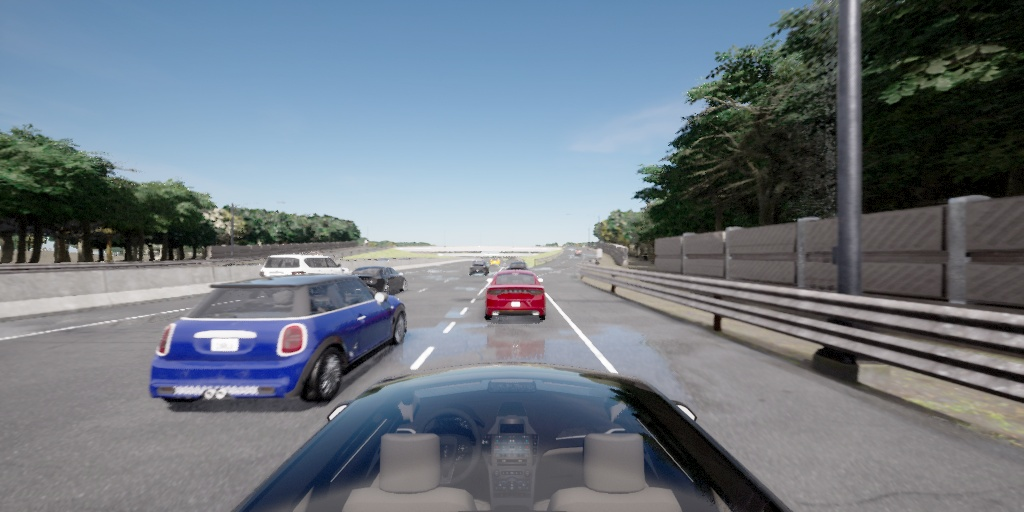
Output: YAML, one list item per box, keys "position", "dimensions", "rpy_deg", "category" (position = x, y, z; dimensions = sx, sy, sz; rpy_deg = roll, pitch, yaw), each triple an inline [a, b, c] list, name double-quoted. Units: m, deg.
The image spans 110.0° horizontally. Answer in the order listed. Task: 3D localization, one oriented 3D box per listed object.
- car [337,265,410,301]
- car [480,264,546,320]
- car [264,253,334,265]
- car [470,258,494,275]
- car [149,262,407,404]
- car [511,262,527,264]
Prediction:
- position: [-6.872, 1.257, 18.429]
  dimensions: [1.837, 1.490, 4.892]
  rpy_deg: [0, 0, 0]
  category: "car"
- position: [0.113, 1.230, 12.728]
  dimensions: [1.882, 1.535, 5.008]
  rpy_deg: [0, 0, 0]
  category: "car"
- position: [-10.373, 0.973, 18.482]
  dimensions: [2.150, 2.045, 5.566]
  rpy_deg: [0, 0, 0]
  category: "car"
- position: [-3.410, 1.249, 38.398]
  dimensions: [2.128, 1.511, 4.902]
  rpy_deg: [0, 0, 0]
  category: "car"
- position: [-3.498, 1.102, 6.495]
  dimensions: [2.097, 1.767, 4.553]
  rpy_deg: [0, 0, 0]
  category: "car"
- position: [0.635, 1.261, 30.944]
  dimensions: [1.837, 1.490, 4.892]
  rpy_deg: [0, 0, 5]
  category: "car"
